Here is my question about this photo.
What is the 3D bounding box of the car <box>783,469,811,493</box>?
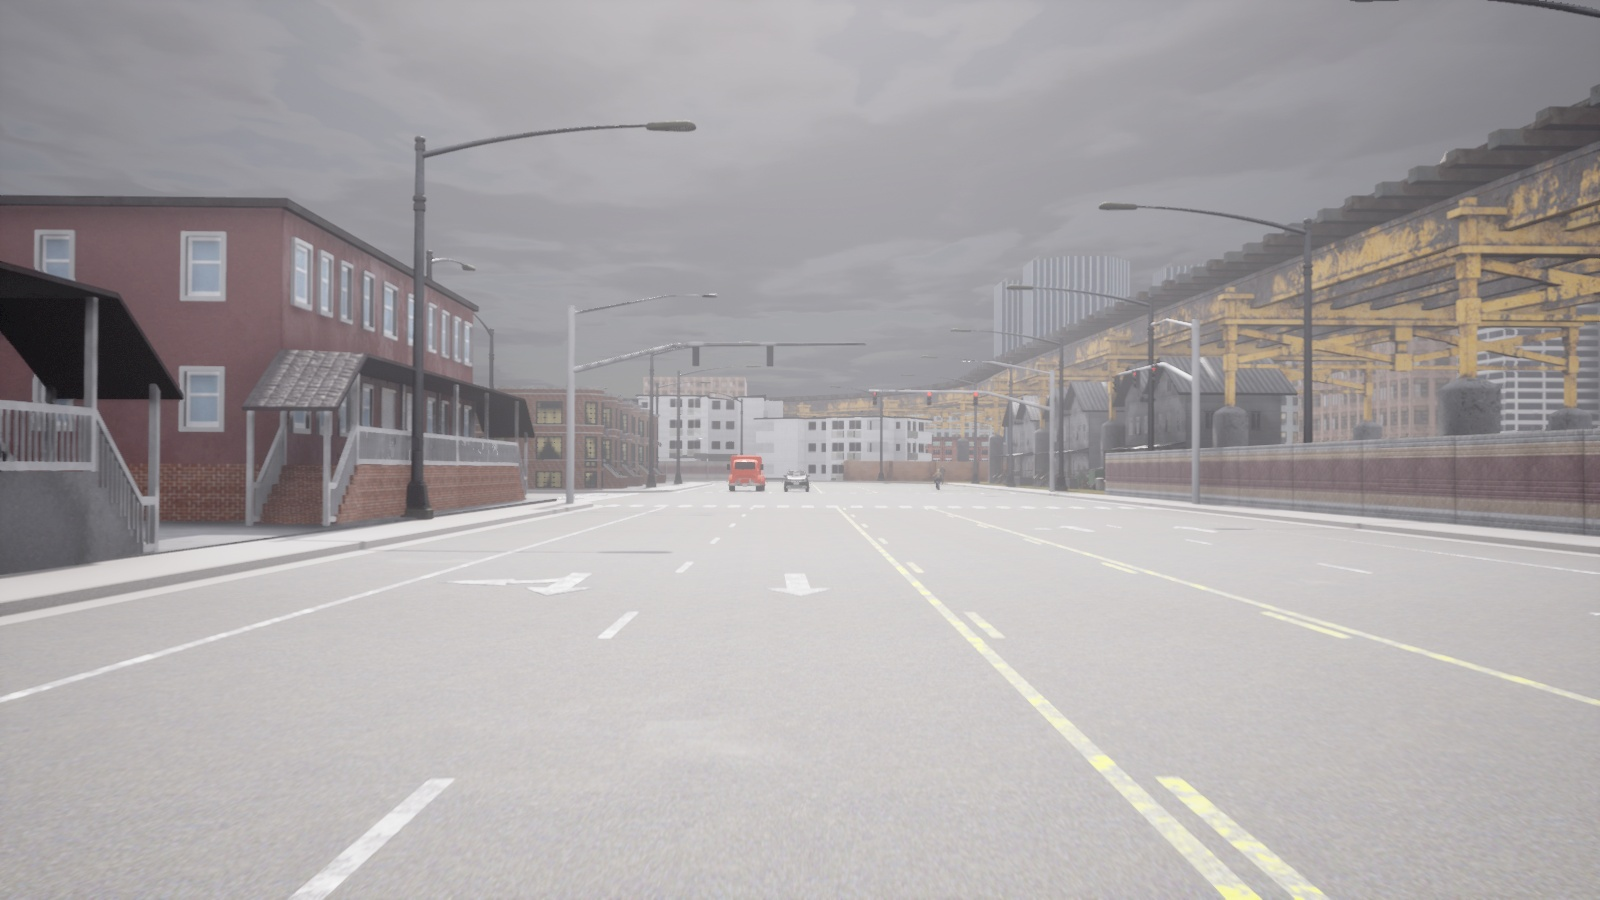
[{"bbox_3d":[-0.204,2.074,85.107,1.789,1.549,3.705,0,-1,0],"label":"car"}]

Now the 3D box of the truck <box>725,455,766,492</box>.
[{"bbox_3d":[-3.712,1.662,87.220,2.627,2.467,5.204,0,-1,0],"label":"truck"}]
